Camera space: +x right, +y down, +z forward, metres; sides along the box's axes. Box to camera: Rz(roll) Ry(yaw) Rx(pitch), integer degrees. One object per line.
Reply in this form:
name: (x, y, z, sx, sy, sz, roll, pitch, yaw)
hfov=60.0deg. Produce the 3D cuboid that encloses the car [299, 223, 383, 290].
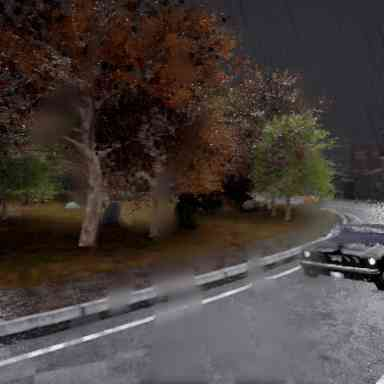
car: (4.766, 1.595, 9.348, 1.895, 1.301, 4.718, 0, 0, 40)

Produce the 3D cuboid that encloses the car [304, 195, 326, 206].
car: (18.452, 1.200, 49.957, 1.882, 1.535, 5.008, -1, 0, 0)
